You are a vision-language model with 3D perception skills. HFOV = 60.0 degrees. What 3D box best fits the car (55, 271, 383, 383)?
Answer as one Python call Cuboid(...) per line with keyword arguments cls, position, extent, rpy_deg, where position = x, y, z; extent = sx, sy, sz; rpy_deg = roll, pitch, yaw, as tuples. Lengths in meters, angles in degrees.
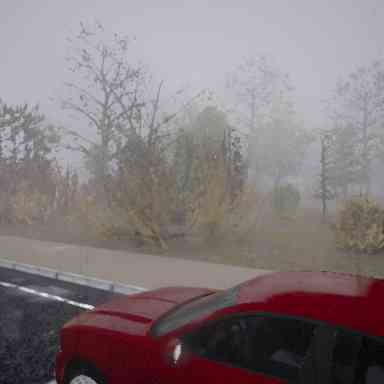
Cuboid(cls="car", position=(0.936, 1.476, 2.848), extent=(5.008, 1.535, 1.882), rpy_deg=(0, 0, 32))
